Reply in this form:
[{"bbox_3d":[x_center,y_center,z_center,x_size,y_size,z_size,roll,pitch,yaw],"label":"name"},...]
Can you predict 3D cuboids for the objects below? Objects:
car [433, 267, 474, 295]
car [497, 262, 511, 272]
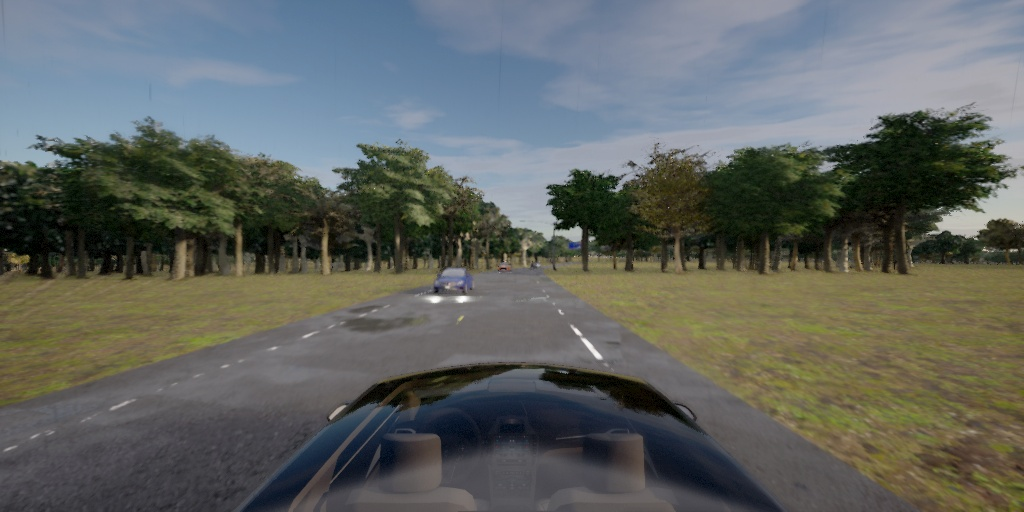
[{"bbox_3d":[-3.366,1.421,21.407,1.812,1.442,4.674,0,-1,1],"label":"car"},{"bbox_3d":[-1.320,1.893,63.327,2.097,1.767,4.553,0,-1,5],"label":"car"}]
